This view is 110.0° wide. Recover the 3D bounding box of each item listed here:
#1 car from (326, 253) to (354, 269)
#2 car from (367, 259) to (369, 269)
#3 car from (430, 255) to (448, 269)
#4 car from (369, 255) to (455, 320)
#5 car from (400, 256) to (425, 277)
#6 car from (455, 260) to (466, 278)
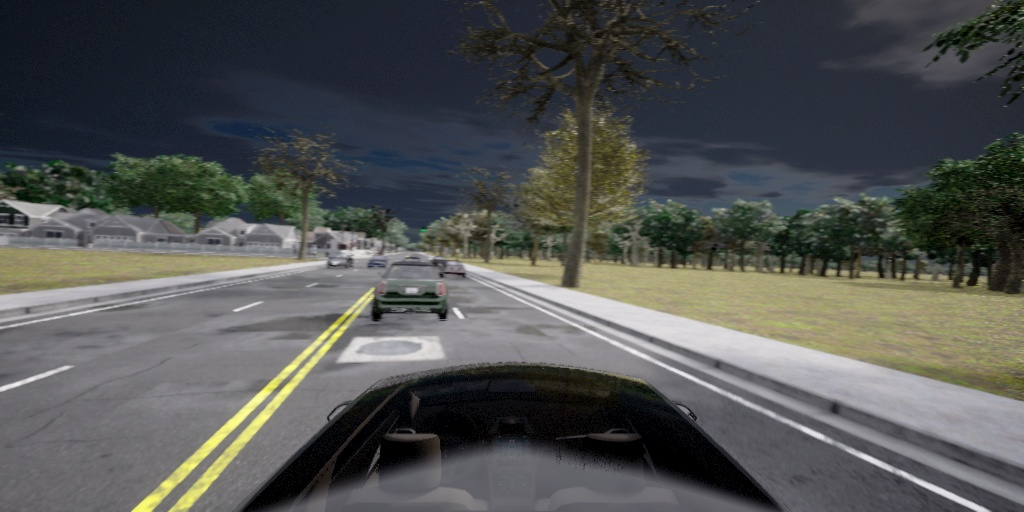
[{"bbox_3d":[-16.591,0.447,34.813,2.128,1.511,4.902,3,0,-15],"label":"car"},{"bbox_3d":[-14.071,0.614,37.866,2.033,1.411,5.357,3,0,-15],"label":"car"},{"bbox_3d":[-9.249,0.757,45.385,1.882,1.535,5.008,3,0,-15],"label":"car"},{"bbox_3d":[-3.308,0.938,11.862,2.097,1.767,4.553,3,0,-15],"label":"car"},{"bbox_3d":[-8.481,0.836,30.559,1.837,1.490,4.892,3,0,-15],"label":"car"},{"bbox_3d":[-5.007,1.038,30.127,2.033,1.411,5.357,3,0,-15],"label":"car"}]
